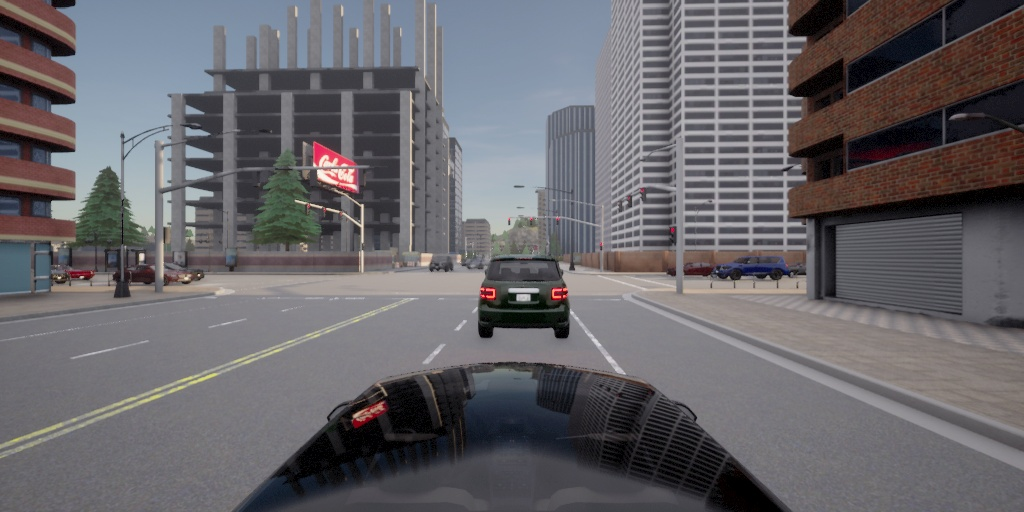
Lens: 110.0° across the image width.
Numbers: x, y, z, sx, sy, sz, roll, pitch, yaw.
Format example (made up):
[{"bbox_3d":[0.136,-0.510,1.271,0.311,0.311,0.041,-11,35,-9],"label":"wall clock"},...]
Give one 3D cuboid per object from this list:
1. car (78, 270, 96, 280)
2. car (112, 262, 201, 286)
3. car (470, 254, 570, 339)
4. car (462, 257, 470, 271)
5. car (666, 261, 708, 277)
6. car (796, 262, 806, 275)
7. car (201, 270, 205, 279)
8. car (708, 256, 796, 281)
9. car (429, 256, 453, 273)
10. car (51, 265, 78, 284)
[{"bbox_3d":[-36.482,1.375,28.655,4.718,1.301,1.895,0,0,2],"label":"car"},{"bbox_3d":[-24.750,1.296,24.764,4.674,1.442,1.812,0,0,2],"label":"car"},{"bbox_3d":[0.343,0.980,10.297,2.150,2.045,5.566,0,0,2],"label":"car"},{"bbox_3d":[-5.255,1.288,51.084,2.128,1.511,4.902,0,0,2],"label":"car"},{"bbox_3d":[17.326,1.260,34.075,5.008,1.535,1.882,0,0,2],"label":"car"},{"bbox_3d":[27.256,1.274,33.737,4.902,1.511,2.128,0,0,2],"label":"car"},{"bbox_3d":[-27.190,1.252,28.346,5.008,1.535,1.882,0,0,2],"label":"car"},{"bbox_3d":[20.240,1.000,30.480,5.566,2.045,2.150,0,0,2],"label":"car"},{"bbox_3d":[-8.967,1.014,45.882,2.150,2.045,5.566,0,0,2],"label":"car"},{"bbox_3d":[-33.995,1.275,25.070,4.892,1.490,1.837,0,0,2],"label":"car"}]
